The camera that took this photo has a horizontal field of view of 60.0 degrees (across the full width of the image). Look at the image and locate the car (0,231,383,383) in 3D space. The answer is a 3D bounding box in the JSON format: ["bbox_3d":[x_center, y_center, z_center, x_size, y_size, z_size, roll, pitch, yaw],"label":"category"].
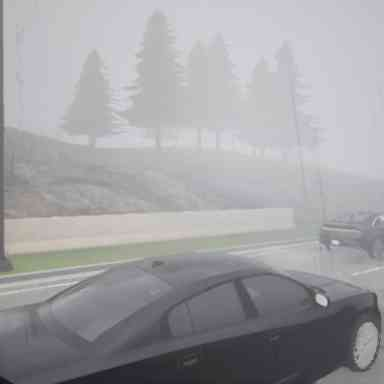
[{"bbox_3d":[0.321,1.481,3.959,5.008,1.535,1.882,0,0,-35],"label":"car"}]

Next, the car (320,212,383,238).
[{"bbox_3d":[6.922,1.511,12.742,4.902,1.511,2.128,0,0,-34],"label":"car"}]
